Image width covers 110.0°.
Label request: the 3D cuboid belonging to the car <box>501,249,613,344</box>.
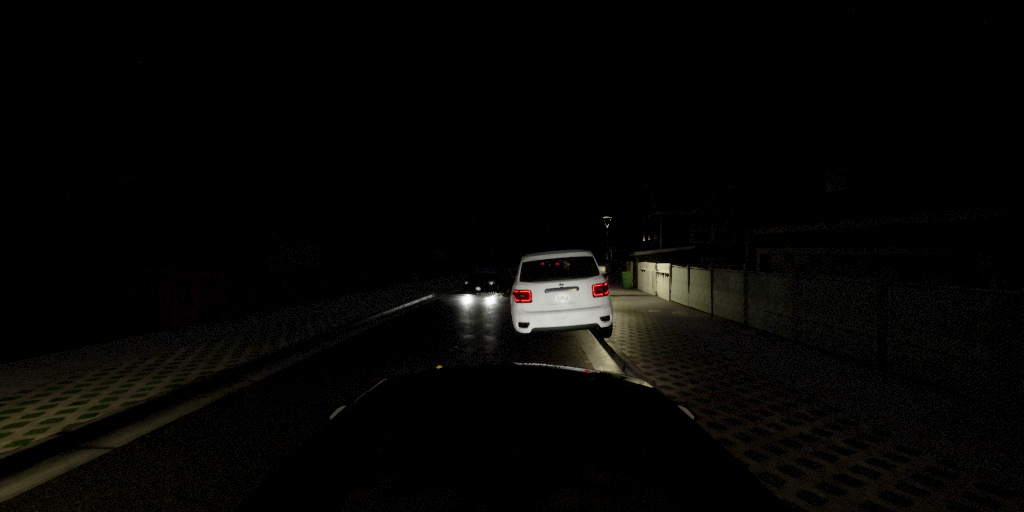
[{"bbox_3d":[1.137,0.897,9.638,2.150,2.045,5.566,-5,0,3],"label":"car"}]

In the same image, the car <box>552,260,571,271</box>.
[{"bbox_3d":[6.857,1.284,48.942,1.812,1.442,4.674,0,0,17],"label":"car"}]

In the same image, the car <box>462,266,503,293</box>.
[{"bbox_3d":[-1.442,1.291,21.076,2.033,1.411,5.357,0,0,7],"label":"car"}]

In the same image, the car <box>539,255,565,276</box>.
[{"bbox_3d":[4.363,0.973,38.549,2.150,2.045,5.566,0,0,13],"label":"car"}]
